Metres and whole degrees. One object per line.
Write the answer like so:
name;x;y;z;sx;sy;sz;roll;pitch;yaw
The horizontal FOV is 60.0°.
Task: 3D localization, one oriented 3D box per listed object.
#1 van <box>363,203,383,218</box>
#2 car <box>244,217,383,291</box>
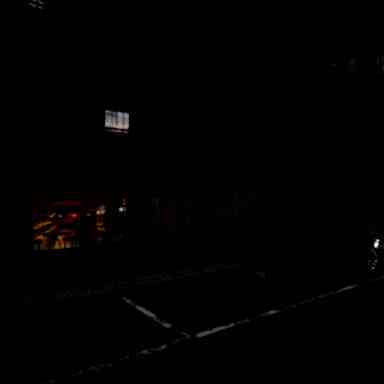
van;7.939;1.273;12.226;3.998;1.788;1.690;0;0;-36
car;3.341;1.527;8.946;4.313;1.339;1.947;0;0;-36
